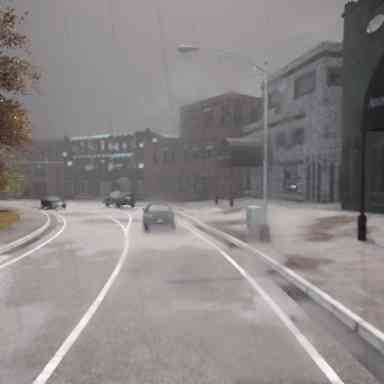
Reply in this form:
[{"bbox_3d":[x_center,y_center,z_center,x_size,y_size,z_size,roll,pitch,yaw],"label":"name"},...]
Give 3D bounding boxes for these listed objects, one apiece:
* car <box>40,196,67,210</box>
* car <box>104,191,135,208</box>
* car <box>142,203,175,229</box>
[{"bbox_3d":[-16.407,1.270,39.284,2.128,1.511,4.902,-2,2,-40],"label":"car"},{"bbox_3d":[-8.916,0.860,40.749,2.150,2.045,5.566,-1,1,-35],"label":"car"},{"bbox_3d":[-2.130,1.415,20.868,1.812,1.442,4.674,-1,1,-9],"label":"car"}]
